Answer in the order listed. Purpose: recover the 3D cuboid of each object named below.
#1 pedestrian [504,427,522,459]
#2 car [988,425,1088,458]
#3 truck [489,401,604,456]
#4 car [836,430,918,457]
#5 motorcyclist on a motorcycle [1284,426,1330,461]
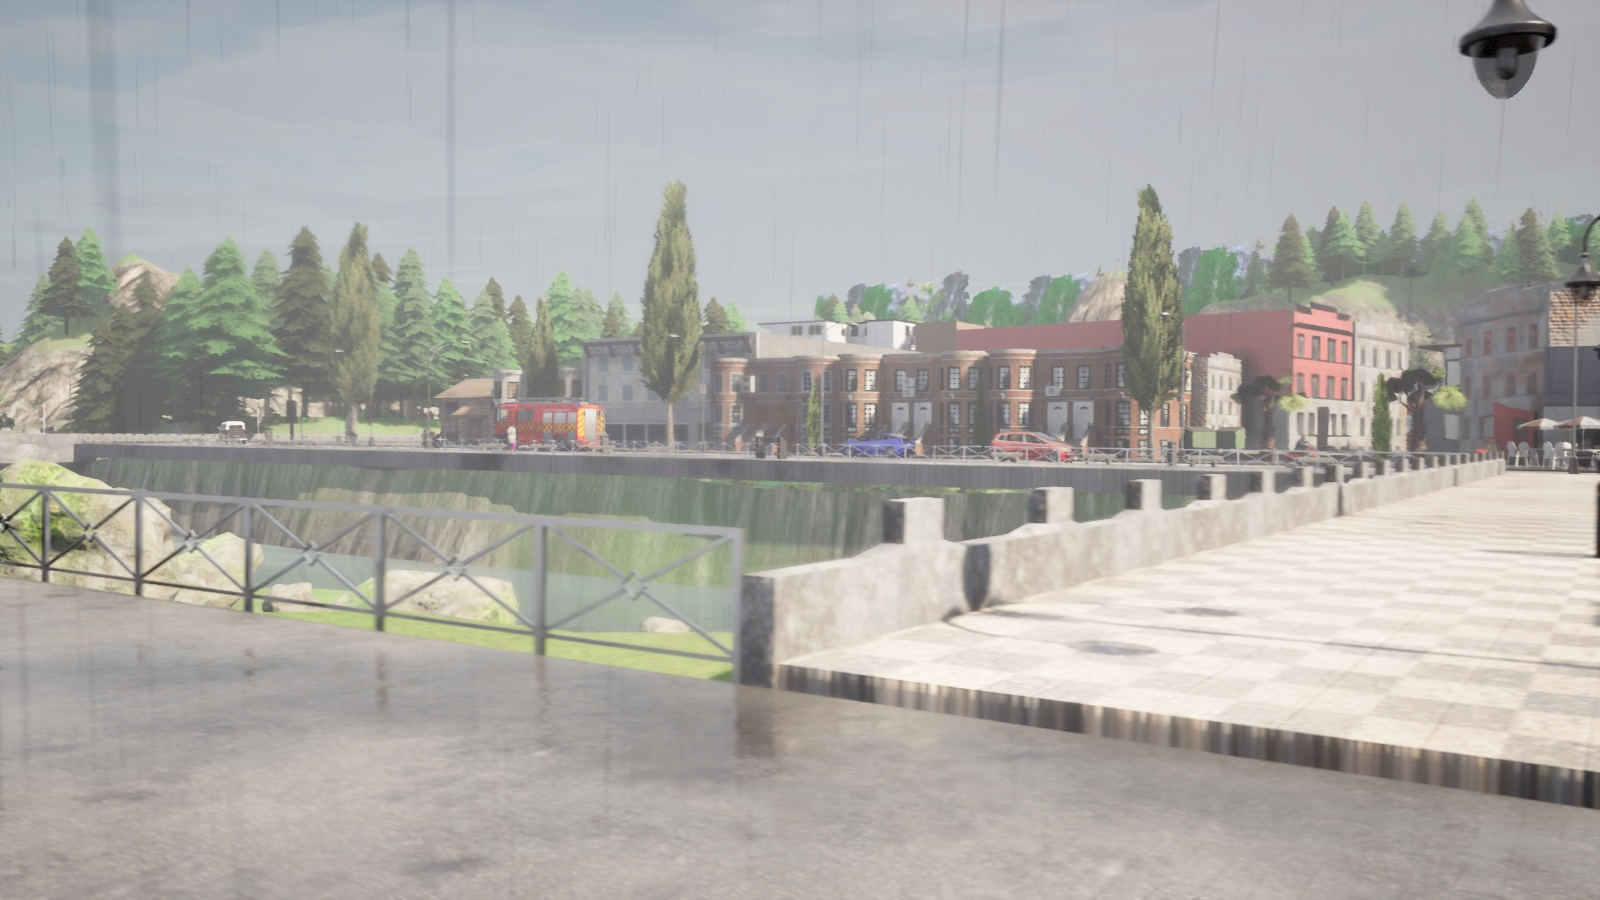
[{"bbox_3d":[-17.654,-0.453,77.264,0.873,1.952,0.659,0,1,38],"label":"pedestrian"},{"bbox_3d":[12.346,-0.427,65.250,4.611,1.667,2.242,0,1,34],"label":"car"},{"bbox_3d":[-18.290,-1.501,90.371,8.468,3.827,2.891,0,1,34],"label":"truck"},{"bbox_3d":[4.589,-0.390,75.203,4.514,1.525,2.007,0,1,34],"label":"car"},{"bbox_3d":[23.392,-0.318,57.918,1.817,1.590,0.866,0,1,34],"label":"motorcyclist on a motorcycle"}]
